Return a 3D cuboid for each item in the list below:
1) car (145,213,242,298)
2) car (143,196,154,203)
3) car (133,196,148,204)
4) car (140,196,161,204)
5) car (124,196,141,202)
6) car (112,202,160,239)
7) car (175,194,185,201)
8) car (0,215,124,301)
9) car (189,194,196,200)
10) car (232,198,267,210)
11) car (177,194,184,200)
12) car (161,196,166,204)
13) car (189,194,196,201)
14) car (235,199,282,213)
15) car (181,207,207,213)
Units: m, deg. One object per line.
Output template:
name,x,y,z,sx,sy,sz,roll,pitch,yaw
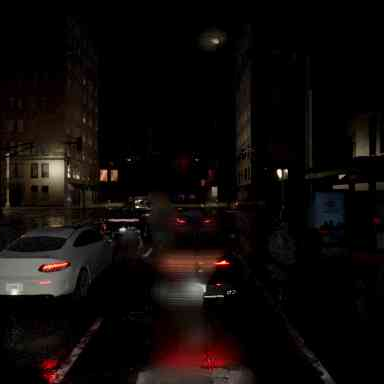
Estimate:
car,0.102,1.508,8.471,1.837,1.490,4.892,0,0,0
car,-9.662,1.544,73.763,1.812,1.442,4.674,0,0,0
car,-9.722,1.511,63.549,2.128,1.511,4.902,0,0,1
car,-6.527,1.524,52.963,1.837,1.490,4.892,0,0,0
car,-9.772,1.524,53.420,1.837,1.490,4.892,0,0,0
car,-3.131,1.498,17.486,2.128,1.511,4.902,0,0,0
car,-3.151,1.535,82.832,2.128,1.511,4.902,0,0,0
car,-3.146,1.528,8.220,1.812,1.442,4.674,0,0,0
car,0.112,1.381,93.246,2.033,1.411,5.357,0,0,0
car,7.120,1.464,40.179,4.553,1.767,2.097,0,-1,0
car,-3.138,1.319,93.251,1.882,1.535,5.008,0,0,0
car,-6.488,1.546,61.987,1.812,1.442,4.674,0,0,1
car,0.100,1.605,83.274,1.895,1.301,4.718,0,0,0
car,7.574,1.673,36.930,4.718,1.301,1.895,0,-1,0
car,0.103,1.532,17.587,1.812,1.442,4.674,0,0,0
